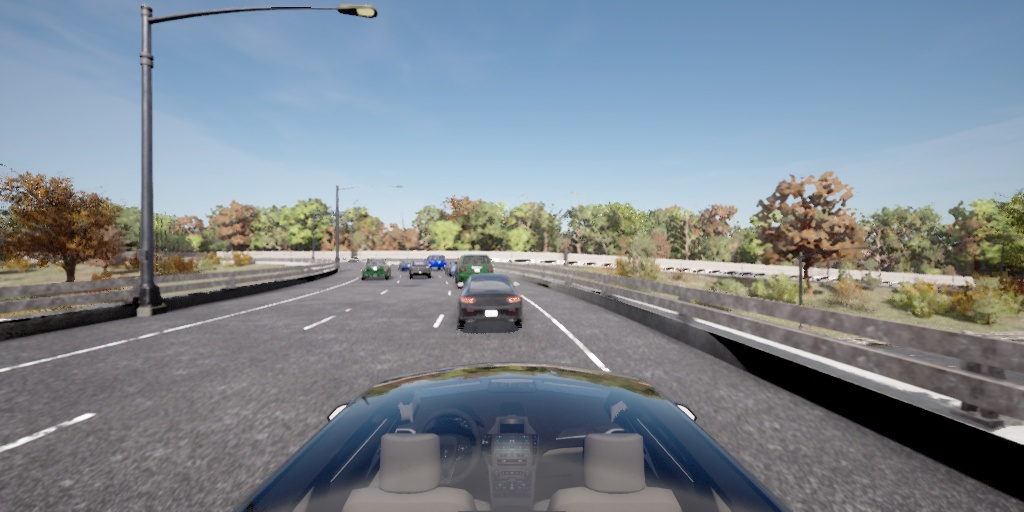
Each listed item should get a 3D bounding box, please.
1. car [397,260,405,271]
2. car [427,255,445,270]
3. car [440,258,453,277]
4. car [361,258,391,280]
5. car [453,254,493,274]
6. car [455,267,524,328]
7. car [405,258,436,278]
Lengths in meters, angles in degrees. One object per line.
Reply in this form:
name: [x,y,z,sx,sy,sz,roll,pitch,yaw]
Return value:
car: [-13.373,1.212,45.703,1.994,1.385,4.181,0,0,-24]
car: [-10.126,0.865,47.054,2.150,2.045,5.566,0,0,-24]
car: [-5.464,1.218,34.947,2.033,1.411,5.357,0,0,-17]
car: [-11.459,1.038,30.525,2.097,1.767,4.553,0,0,-16]
car: [-2.506,0.917,23.211,2.150,2.045,5.566,0,0,-11]
car: [-0.723,1.252,11.213,1.812,1.442,4.674,0,0,-5]
car: [-8.435,1.170,32.668,2.128,1.511,4.902,0,0,-16]
